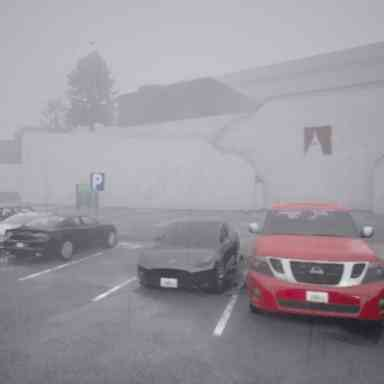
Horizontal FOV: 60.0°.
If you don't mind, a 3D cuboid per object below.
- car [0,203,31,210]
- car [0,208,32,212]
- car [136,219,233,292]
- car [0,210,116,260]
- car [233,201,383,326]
[{"bbox_3d":[-9.601,1.474,16.384,2.185,1.767,4.553,0,-1,16],"label":"car"},{"bbox_3d":[-7.168,1.623,14.610,2.002,1.452,4.674,0,-1,16],"label":"car"},{"bbox_3d":[0.153,1.549,9.346,2.163,1.488,4.792,0,-1,16],"label":"car"},{"bbox_3d":[-4.732,1.564,12.858,2.097,1.535,5.008,0,-1,16],"label":"car"},{"bbox_3d":[2.599,1.249,7.605,2.435,2.045,5.566,0,-1,16],"label":"car"}]
